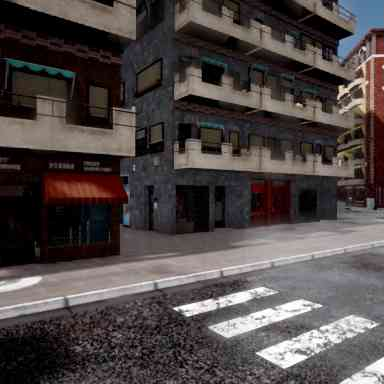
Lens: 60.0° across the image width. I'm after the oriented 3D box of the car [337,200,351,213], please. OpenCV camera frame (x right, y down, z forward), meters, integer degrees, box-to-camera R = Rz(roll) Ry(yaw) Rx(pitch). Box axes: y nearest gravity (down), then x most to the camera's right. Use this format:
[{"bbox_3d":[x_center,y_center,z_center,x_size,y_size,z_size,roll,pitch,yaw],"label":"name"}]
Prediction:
[{"bbox_3d":[18.058,1.702,41.176,2.128,1.511,4.902,0,0,5],"label":"car"}]
